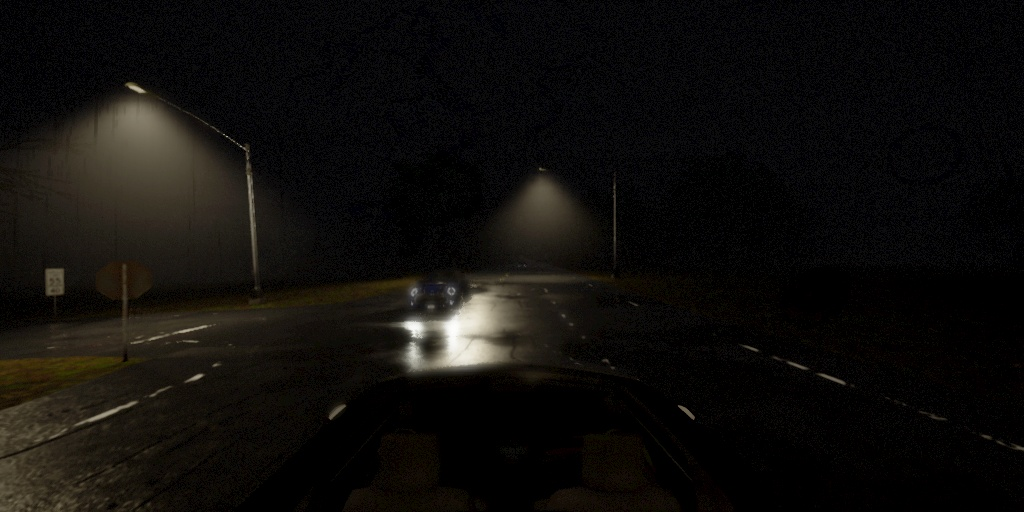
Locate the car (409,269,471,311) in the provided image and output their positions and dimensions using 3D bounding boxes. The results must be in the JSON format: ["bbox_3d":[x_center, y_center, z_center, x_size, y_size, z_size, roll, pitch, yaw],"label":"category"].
[{"bbox_3d":[-3.258,1.480,16.842,2.097,1.767,4.553,-1,0,1],"label":"car"}]
